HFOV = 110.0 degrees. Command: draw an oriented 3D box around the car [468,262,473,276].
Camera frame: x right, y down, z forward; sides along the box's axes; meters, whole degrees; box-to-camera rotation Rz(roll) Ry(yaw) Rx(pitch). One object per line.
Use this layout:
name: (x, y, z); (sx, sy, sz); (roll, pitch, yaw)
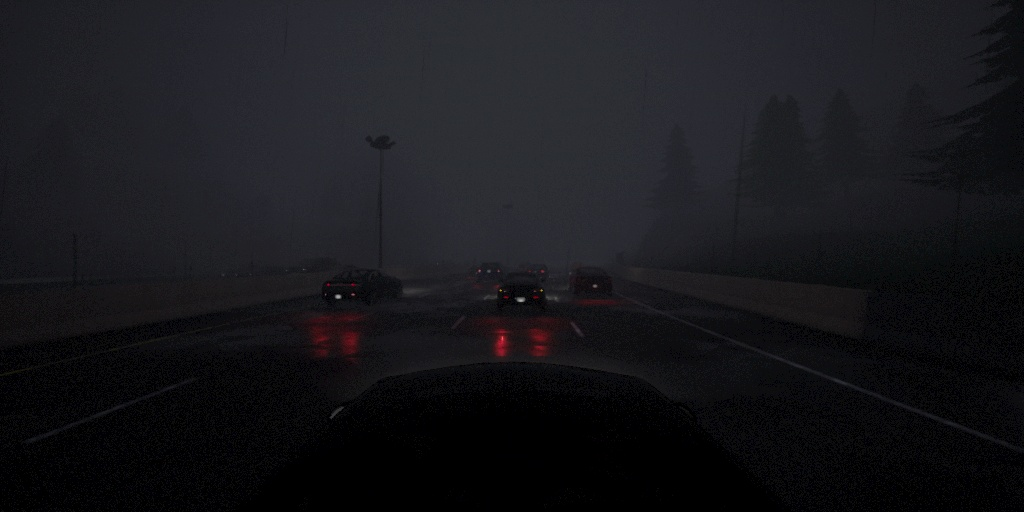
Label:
car: (-3.449, 1.594, 41.132); (1.895, 1.301, 4.718); (0, 0, 11)

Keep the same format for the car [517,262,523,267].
car: (1.852, 1.558, 49.127); (1.812, 1.442, 4.674); (0, -1, 14)

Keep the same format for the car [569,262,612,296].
car: (4.284, 1.330, 20.064); (1.882, 1.535, 5.008); (0, 0, 5)

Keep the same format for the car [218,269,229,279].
car: (-25.884, 1.491, 35.006); (2.128, 1.511, 4.902); (0, 0, 8)

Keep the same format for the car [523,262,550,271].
car: (2.662, 1.496, 35.613); (2.033, 1.411, 5.357); (0, 0, 10)

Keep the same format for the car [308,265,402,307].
car: (-6.510, 1.342, 16.123); (2.128, 1.511, 4.902); (0, 0, 3)

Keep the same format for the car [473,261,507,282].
car: (-1.551, 1.281, 30.907); (2.097, 1.767, 4.553); (0, 0, 8)

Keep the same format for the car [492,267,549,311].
car: (0.415, 1.353, 14.769); (1.812, 1.442, 4.674); (0, 0, 3)

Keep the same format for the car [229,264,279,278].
car: (-22.648, 1.529, 33.172); (2.033, 1.411, 5.357); (0, 0, 7)

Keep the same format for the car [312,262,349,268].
car: (-15.605, 1.492, 32.807); (1.812, 1.442, 4.674); (0, 0, 8)

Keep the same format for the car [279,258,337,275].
car: (-18.941, 1.203, 34.316); (2.150, 2.045, 5.566); (0, 0, 8)
